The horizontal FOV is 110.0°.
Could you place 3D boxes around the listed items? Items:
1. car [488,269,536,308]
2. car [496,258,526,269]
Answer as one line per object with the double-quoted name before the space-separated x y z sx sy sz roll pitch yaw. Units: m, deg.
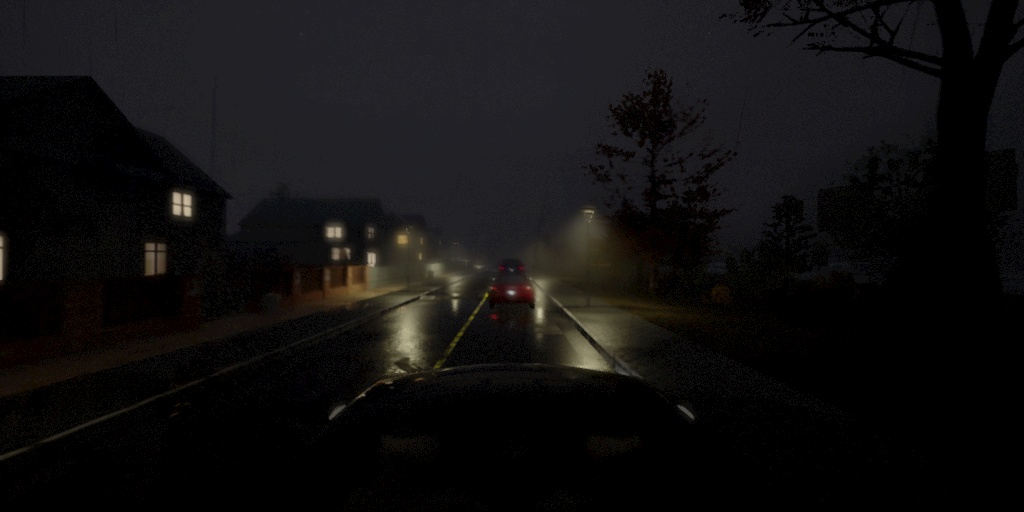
"car" 0.007 1.449 16.153 1.994 1.385 4.181 0 0 0
"car" 0.006 1.233 30.871 2.150 2.045 5.566 0 0 0
